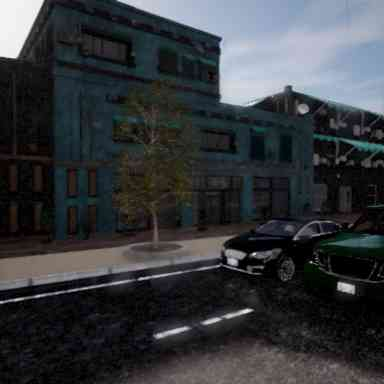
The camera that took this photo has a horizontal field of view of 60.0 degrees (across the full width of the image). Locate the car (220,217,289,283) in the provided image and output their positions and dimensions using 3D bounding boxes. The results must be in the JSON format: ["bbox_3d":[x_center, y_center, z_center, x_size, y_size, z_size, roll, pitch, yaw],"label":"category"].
[{"bbox_3d":[3.018,1.505,9.834,4.902,1.511,2.128,0,0,-36],"label":"car"}]

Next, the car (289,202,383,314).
[{"bbox_3d":[4.798,1.234,7.112,5.566,2.045,2.150,0,0,-36],"label":"car"}]
